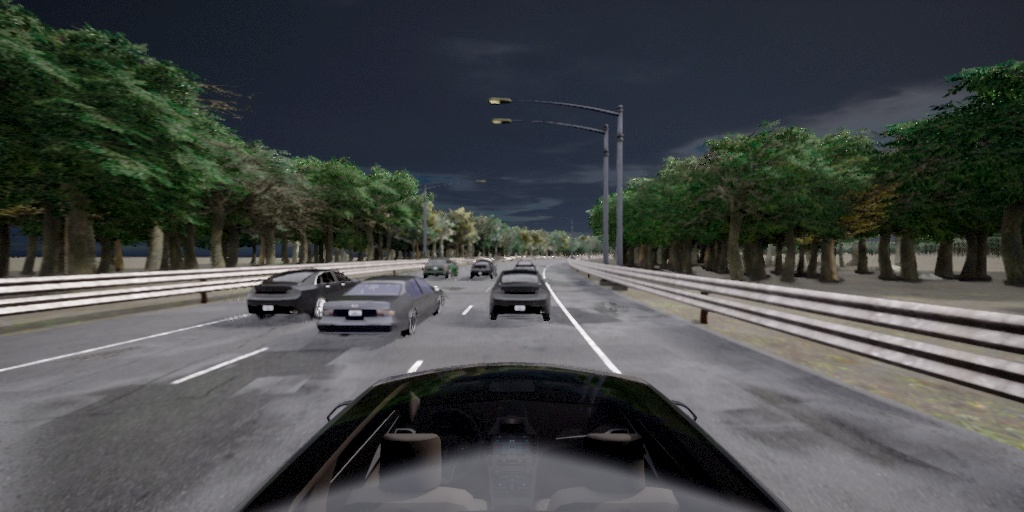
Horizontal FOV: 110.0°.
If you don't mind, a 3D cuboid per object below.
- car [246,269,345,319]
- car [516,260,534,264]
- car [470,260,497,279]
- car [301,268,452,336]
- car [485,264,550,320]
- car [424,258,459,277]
[{"bbox_3d":[-6.722,1.188,12.385,1.837,1.490,4.892,0,0,1],"label":"car"},{"bbox_3d":[1.158,1.109,30.675,2.128,1.511,4.902,0,0,4],"label":"car"},{"bbox_3d":[-2.344,1.113,30.736,1.837,1.490,4.892,0,0,4],"label":"car"},{"bbox_3d":[-3.288,1.250,10.140,2.033,1.411,5.357,0,0,1],"label":"car"},{"bbox_3d":[0.280,1.206,12.482,1.837,1.490,4.892,0,0,1],"label":"car"},{"bbox_3d":[-5.878,0.953,30.278,2.097,1.767,4.553,0,0,4],"label":"car"}]
